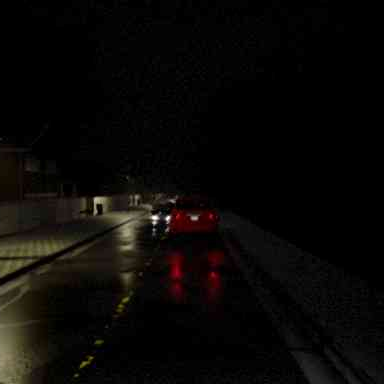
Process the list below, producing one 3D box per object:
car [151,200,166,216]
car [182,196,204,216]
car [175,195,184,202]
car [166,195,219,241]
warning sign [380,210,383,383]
[{"bbox_3d":[-2.855,1.506,32.642,2.033,1.411,5.357,0,0,0],"label":"car"},{"bbox_3d":[0.091,1.311,32.844,2.097,1.767,4.553,0,0,0],"label":"car"},{"bbox_3d":[-2.765,1.354,72.955,1.812,1.442,4.674,0,0,0],"label":"car"},{"bbox_3d":[0.086,1.198,16.632,2.150,2.045,5.566,0,0,0],"label":"car"},{"bbox_3d":[2.522,1.111,2.768,1.300,1.860,1.060,0,0,0],"label":"warning sign"}]
